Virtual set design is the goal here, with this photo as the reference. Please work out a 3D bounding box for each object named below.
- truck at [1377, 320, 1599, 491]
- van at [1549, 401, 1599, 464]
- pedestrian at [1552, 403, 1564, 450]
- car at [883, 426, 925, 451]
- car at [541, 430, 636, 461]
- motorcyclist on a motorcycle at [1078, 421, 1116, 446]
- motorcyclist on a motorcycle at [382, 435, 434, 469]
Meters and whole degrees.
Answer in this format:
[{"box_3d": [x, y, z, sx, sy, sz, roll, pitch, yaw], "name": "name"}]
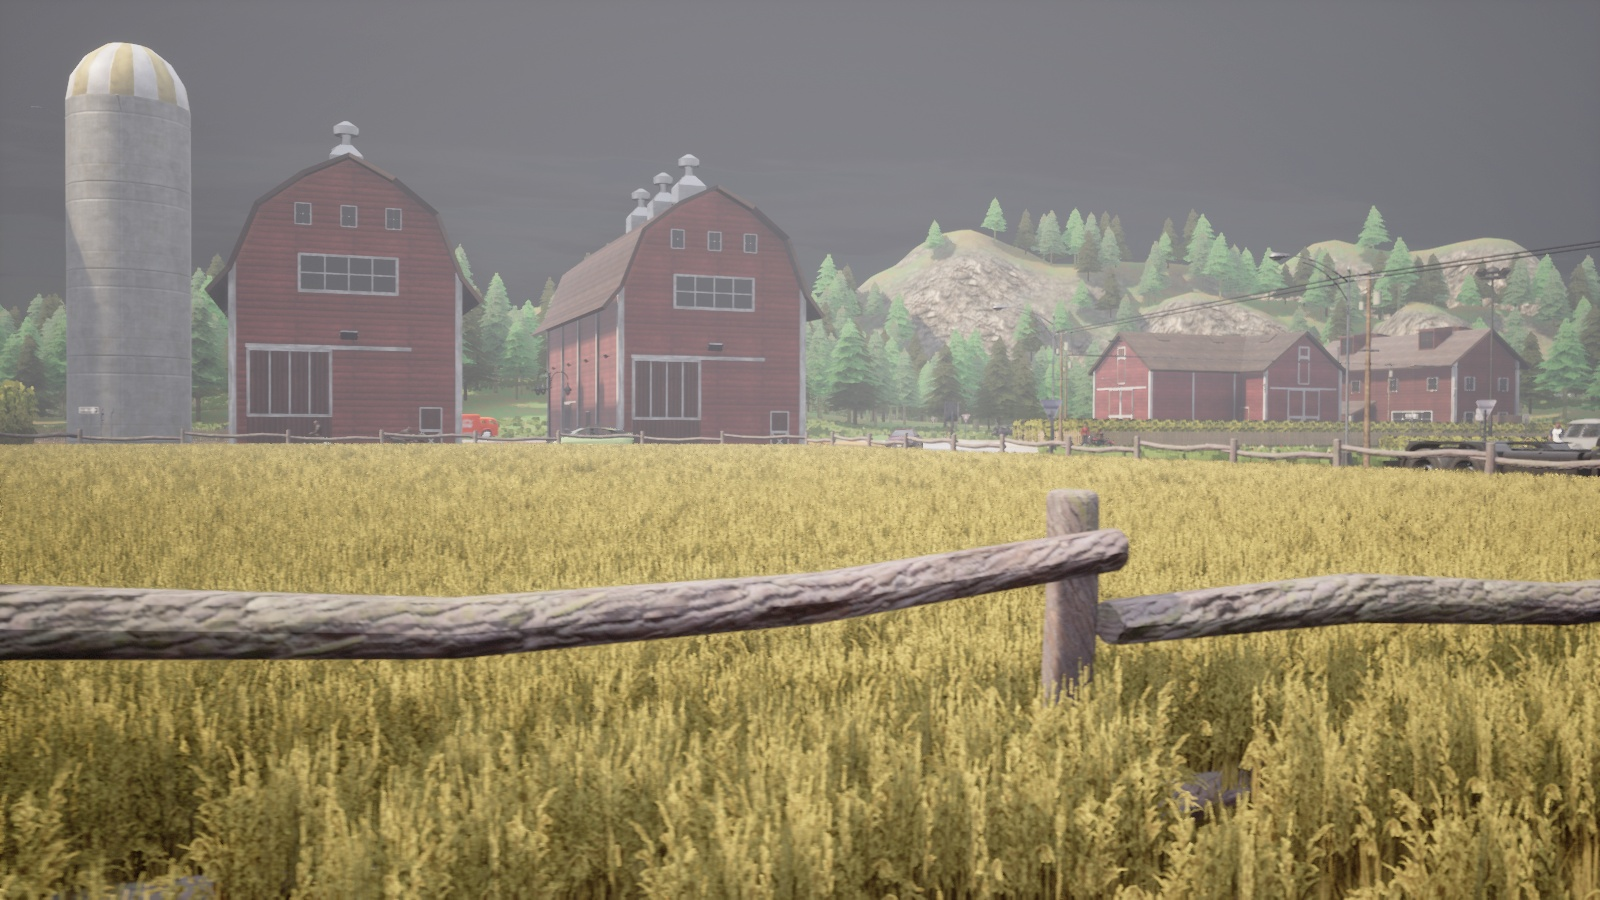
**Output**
[{"box_3d": [16.939, -0.944, 27.645, 2.891, 3.462, 7.936, -1, 1, -21], "name": "truck"}, {"box_3d": [26.926, -0.619, 41.100, 4.442, 1.987, 1.775, -2, 1, -22], "name": "van"}, {"box_3d": [29.995, -0.921, 49.679, 0.354, 1.836, 0.706, 0, 1, 35], "name": "pedestrian"}, {"box_3d": [6.448, -0.741, 77.650, 1.812, 1.442, 4.674, -1, 1, 14], "name": "car"}, {"box_3d": [-10.976, -0.249, 65.099, 4.514, 1.525, 2.007, -1, 1, -21], "name": "car"}, {"box_3d": [20.351, -1.137, 86.090, 2.350, 1.649, 0.766, -1, 1, -6], "name": "motorcyclist on a motorcycle"}, {"box_3d": [-18.131, 0.083, 58.107, 2.191, 1.530, 0.866, -1, 1, -24], "name": "motorcyclist on a motorcycle"}]
